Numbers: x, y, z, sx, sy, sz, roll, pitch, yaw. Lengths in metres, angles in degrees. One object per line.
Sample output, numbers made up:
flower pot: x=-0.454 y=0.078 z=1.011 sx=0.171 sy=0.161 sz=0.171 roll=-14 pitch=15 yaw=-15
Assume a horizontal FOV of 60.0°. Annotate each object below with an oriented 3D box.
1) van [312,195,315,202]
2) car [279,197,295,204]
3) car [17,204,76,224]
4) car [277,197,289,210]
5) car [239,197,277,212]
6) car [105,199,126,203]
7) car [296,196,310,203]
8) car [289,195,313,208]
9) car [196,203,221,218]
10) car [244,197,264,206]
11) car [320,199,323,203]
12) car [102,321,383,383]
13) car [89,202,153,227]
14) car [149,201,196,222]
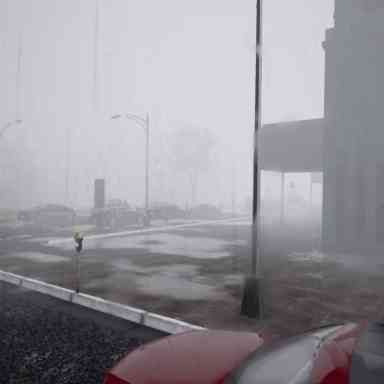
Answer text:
van: x=31.164 y=1.703 z=87.831 sx=1.690 sy=1.788 sz=3.998 roll=1 pitch=0 yaw=36
car: x=21.322 y=1.846 z=74.396 sx=1.947 sy=1.339 sz=4.313 roll=1 pitch=0 yaw=36
car: x=-11.123 y=1.605 z=25.712 sx=1.994 sy=1.385 sz=4.181 roll=1 pitch=0 yaw=36
car: x=11.726 y=1.718 z=47.026 sx=1.967 sy=1.590 sz=4.097 roll=1 pitch=0 yaw=36
car: x=8.474 y=1.567 z=42.528 sx=2.192 sy=1.841 sz=5.009 roll=1 pitch=0 yaw=36
car: x=-8.301 y=1.478 z=34.169 sx=1.967 sy=1.590 sz=4.097 roll=1 pitch=0 yaw=36
car: x=27.781 y=1.859 z=83.216 sx=1.752 sy=1.417 sz=4.829 roll=1 pitch=0 yaw=36
car: x=18.244 y=1.771 z=56.012 sx=1.967 sy=1.590 sz=4.097 roll=1 pitch=0 yaw=36
car: x=1.278 y=1.776 z=32.632 sx=1.802 sy=1.307 sz=4.206 roll=1 pitch=0 yaw=36
car: x=11.381 y=1.724 z=60.825 sx=1.752 sy=1.417 sz=4.829 roll=1 pitch=0 yaw=36
car: x=28.184 y=1.938 z=69.583 sx=1.752 sy=1.417 sz=4.829 roll=1 pitch=0 yaw=36
car: x=1.124 y=1.582 z=2.059 sx=4.206 sy=1.307 sz=1.802 roll=0 pitch=1 yaw=35
car: x=-5.199 y=1.694 z=23.788 sx=2.008 sy=1.369 sz=4.403 roll=1 pitch=0 yaw=36
car: x=-1.960 y=1.734 z=28.211 sx=1.947 sy=1.339 sz=4.313 roll=1 pitch=0 yaw=36
